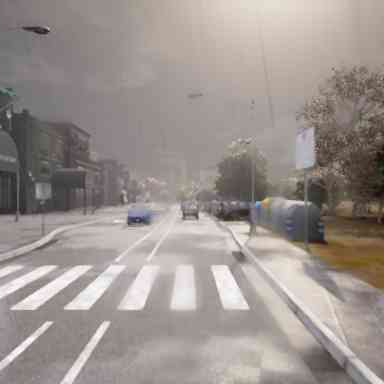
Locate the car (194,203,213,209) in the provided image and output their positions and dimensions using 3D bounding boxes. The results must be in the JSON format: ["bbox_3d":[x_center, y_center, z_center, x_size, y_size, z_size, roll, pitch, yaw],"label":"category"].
[{"bbox_3d":[3.060,3.807,89.404,4.674,1.452,2.002,1,-2,-24],"label":"car"}]

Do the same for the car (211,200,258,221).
[{"bbox_3d":[5.209,1.866,33.146,5.566,2.045,2.435,2,-2,-22],"label":"car"}]

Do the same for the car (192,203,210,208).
[{"bbox_3d":[2.666,3.947,95.291,4.674,1.452,2.002,1,-2,-24],"label":"car"}]

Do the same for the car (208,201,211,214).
[{"bbox_3d":[5.074,1.963,36.070,5.566,2.045,2.435,2,-2,-22],"label":"car"}]

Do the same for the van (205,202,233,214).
[{"bbox_3d":[4.579,2.657,56.837,4.442,1.987,1.878,1,-2,-22],"label":"van"}]

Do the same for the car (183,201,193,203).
[{"bbox_3d":[-1.426,3.250,74.158,2.097,1.767,4.553,0,-2,-3],"label":"car"}]

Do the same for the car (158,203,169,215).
[{"bbox_3d":[-4.832,2.706,49.657,1.812,1.442,4.674,0,-2,-1],"label":"car"}]

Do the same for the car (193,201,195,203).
[{"bbox_3d":[3.417,3.620,83.477,5.008,1.535,2.097,1,-2,-23],"label":"car"}]

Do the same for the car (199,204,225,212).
[{"bbox_3d":[4.109,3.227,68.639,4.892,1.521,2.231,1,-1,-22],"label":"car"}]

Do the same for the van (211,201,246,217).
[{"bbox_3d":[4.936,2.285,45.005,4.442,1.987,1.878,1,-2,-22],"label":"van"}]

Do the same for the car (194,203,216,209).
[{"bbox_3d":[3.424,3.695,86.515,5.366,1.575,1.946,1,-2,-24],"label":"car"}]

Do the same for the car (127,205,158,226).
[{"bbox_3d":[-4.198,1.935,27.687,1.882,1.535,5.008,0,-2,-2],"label":"car"}]

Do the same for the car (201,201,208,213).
[{"bbox_3d":[4.771,2.353,47.927,5.566,2.045,2.435,2,-2,-22],"label":"car"}]

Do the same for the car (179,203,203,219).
[{"bbox_3d":[-0.214,2.342,39.589,2.128,1.511,4.902,0,-2,-2],"label":"car"}]

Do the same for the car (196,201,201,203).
[{"bbox_3d":[4.032,3.135,65.599,5.366,1.575,1.946,1,-1,-22],"label":"car"}]

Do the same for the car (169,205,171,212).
[{"bbox_3d":[-5.261,3.030,65.611,2.097,1.767,4.553,0,-2,-2],"label":"car"}]
